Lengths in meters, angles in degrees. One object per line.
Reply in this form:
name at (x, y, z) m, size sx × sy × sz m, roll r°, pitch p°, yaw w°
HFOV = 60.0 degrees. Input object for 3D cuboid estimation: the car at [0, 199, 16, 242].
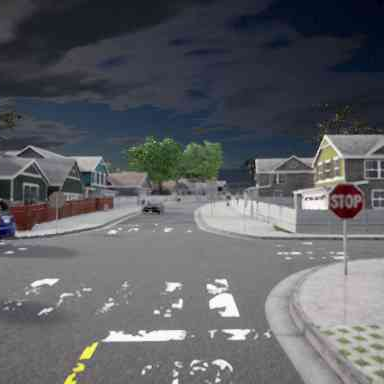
car at (-10.083, 1.267, 13.316) m, size 5.566 × 2.045 × 2.150 m, roll 0°, pitch -1°, yaw -1°

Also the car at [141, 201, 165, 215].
car at (-3.858, 1.551, 33.380) m, size 1.895 × 1.301 × 4.718 m, roll 0°, pitch 0°, yaw 1°
